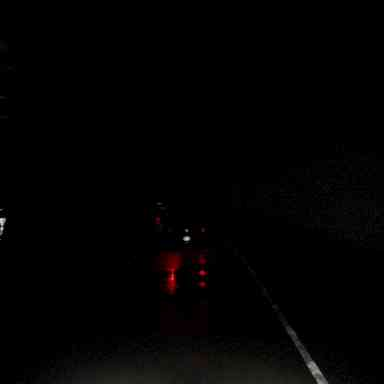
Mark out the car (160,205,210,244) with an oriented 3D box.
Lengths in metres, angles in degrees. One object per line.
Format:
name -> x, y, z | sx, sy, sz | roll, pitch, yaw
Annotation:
car -> -0.346, 1.499, 15.120 | 1.895, 1.301, 4.718 | 0, 0, -4

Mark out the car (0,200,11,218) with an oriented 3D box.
car -> -16.937, 1.440, 29.494 | 1.812, 1.442, 4.674 | 0, 0, -15

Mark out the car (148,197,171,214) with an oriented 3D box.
car -> -3.278, 1.287, 33.204 | 2.128, 1.511, 4.902 | 0, 0, -14
